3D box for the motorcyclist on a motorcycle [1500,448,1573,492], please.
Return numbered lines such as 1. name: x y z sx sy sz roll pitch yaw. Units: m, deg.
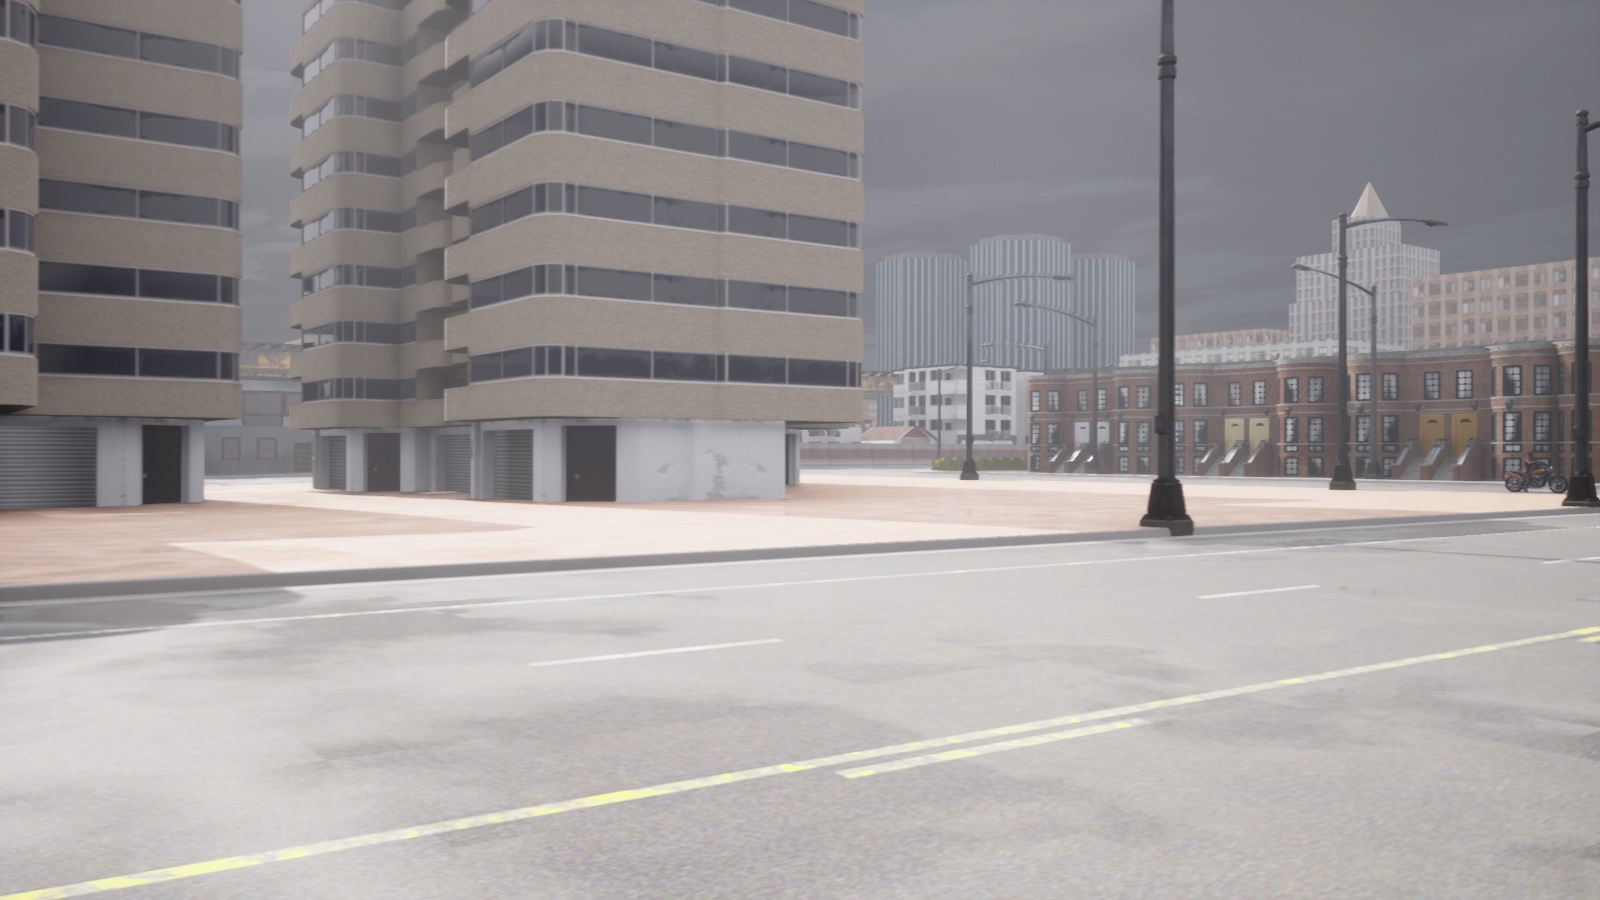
1. motorcyclist on a motorcycle: 28.539 0.754 48.712 0.766 1.649 2.350 0 0 -35
